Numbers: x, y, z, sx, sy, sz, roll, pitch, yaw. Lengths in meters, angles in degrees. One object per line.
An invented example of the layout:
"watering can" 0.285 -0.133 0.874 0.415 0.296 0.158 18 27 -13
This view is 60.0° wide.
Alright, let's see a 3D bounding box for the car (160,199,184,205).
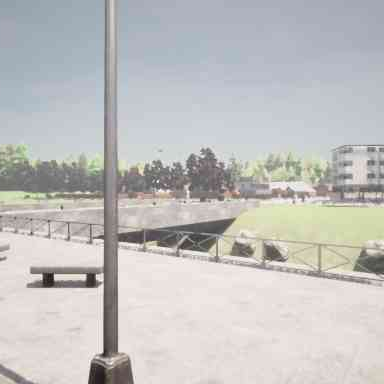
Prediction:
"car" -2.835 1.601 44.735 1.895 1.301 4.718 0 0 36
